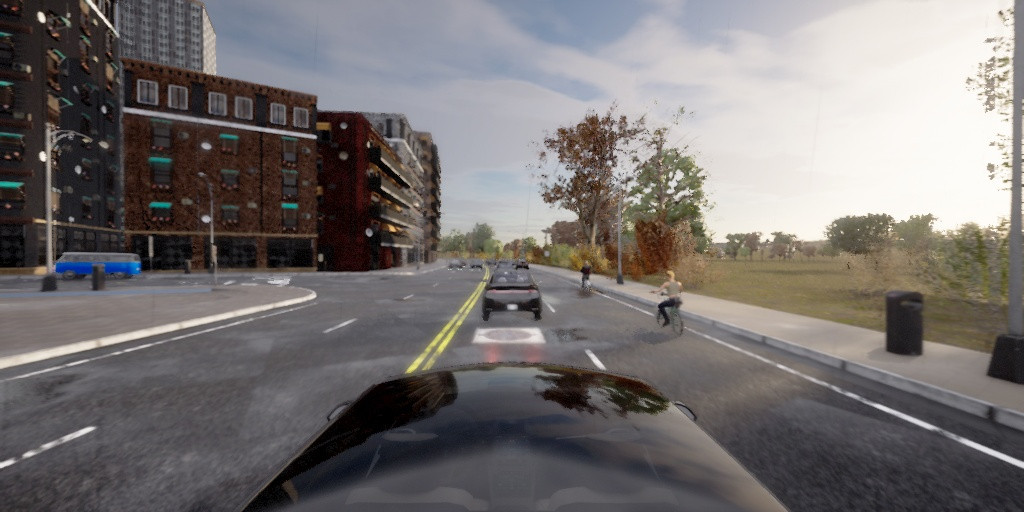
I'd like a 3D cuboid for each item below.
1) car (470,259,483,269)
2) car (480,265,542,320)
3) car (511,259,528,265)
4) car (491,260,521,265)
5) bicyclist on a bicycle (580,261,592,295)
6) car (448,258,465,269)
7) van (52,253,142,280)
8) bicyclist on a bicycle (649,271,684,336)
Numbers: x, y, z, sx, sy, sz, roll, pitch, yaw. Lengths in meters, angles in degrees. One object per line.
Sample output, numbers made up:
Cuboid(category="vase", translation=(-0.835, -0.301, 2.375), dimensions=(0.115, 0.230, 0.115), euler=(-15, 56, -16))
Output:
Cuboid(category="car", translation=(-5.540, 1.324, 56.222), dimensions=(2.033, 1.411, 5.357), euler=(0, 0, -4))
Cuboid(category="car", translation=(-0.024, 1.248, 12.648), dimensions=(2.128, 1.511, 4.902), euler=(0, 0, -1))
Cuboid(category="car", translation=(1.350, 1.273, 53.112), dimensions=(1.837, 1.490, 4.892), euler=(0, 0, -4))
Cuboid(category="car", translation=(-0.568, 1.330, 30.586), dimensions=(1.994, 1.385, 4.181), euler=(0, 0, -2))
Cuboid(category="bicyclist on a bicycle", translation=(3.885, 1.127, 18.978), dimensions=(0.659, 1.776, 1.843), euler=(0, 0, -1))
Cuboid(category="car", translation=(-8.806, 1.307, 56.132), dimensions=(1.812, 1.442, 4.674), euler=(0, 0, -4))
Cuboid(category="van", translation=(-28.115, 0.678, 24.453), dimensions=(3.998, 1.789, 1.690), euler=(0, 0, -31))
Cuboid(category="bicyclist on a bicycle", translation=(4.104, 1.188, 9.383), dimensions=(0.866, 1.612, 1.509), euler=(0, 0, -1))
